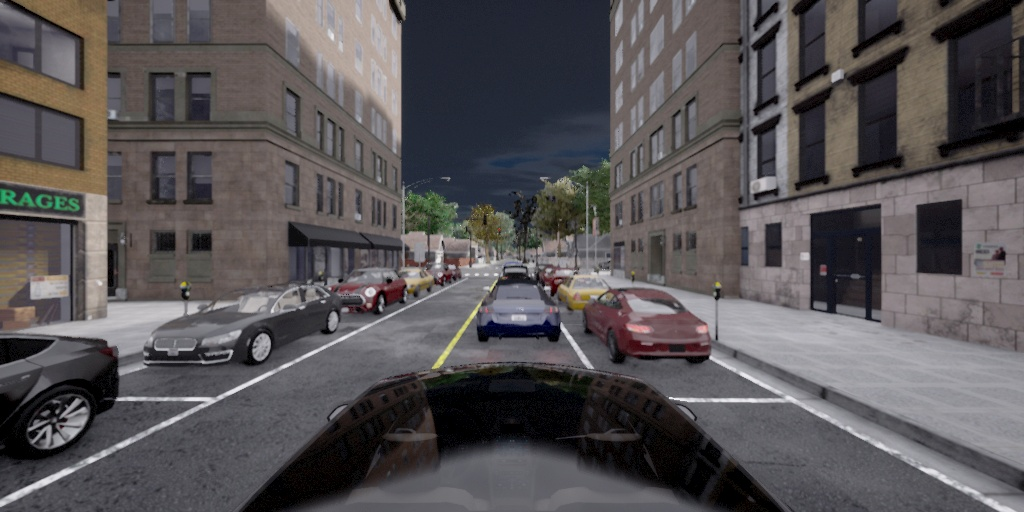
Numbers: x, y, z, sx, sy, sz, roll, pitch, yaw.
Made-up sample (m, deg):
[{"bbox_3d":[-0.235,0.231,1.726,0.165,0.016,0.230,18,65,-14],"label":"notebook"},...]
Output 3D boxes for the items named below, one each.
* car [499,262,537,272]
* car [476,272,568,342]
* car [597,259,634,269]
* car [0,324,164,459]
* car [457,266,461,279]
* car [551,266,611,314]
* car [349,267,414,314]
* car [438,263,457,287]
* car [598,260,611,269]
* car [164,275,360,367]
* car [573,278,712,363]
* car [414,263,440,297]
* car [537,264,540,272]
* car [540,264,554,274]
[{"bbox_3d":[0.189,1.256,19.789,1.837,1.490,4.892,0,0,0],"label":"car"},{"bbox_3d":[0.142,1.313,9.805,1.994,1.385,4.181,0,0,0],"label":"car"},{"bbox_3d":[15.190,1.167,52.813,4.892,1.490,1.837,0,0,0],"label":"car"},{"bbox_3d":[-5.392,1.316,2.351,1.948,1.339,4.313,0,0,0],"label":"car"},{"bbox_3d":[-5.243,1.336,29.944,1.802,1.307,4.207,0,0,0],"label":"car"},{"bbox_3d":[2.694,1.274,13.517,1.751,1.417,4.829,0,0,0],"label":"car"},{"bbox_3d":[-5.332,1.189,13.387,1.967,1.591,4.097,0,0,0],"label":"car"},{"bbox_3d":[-5.273,1.192,24.425,1.967,1.591,4.097,0,0,0],"label":"car"},{"bbox_3d":[14.994,1.155,49.555,4.902,1.511,2.128,0,0,0],"label":"car"},{"bbox_3d":[-5.362,1.299,7.869,2.007,1.370,4.403,0,0,0],"label":"car"},{"bbox_3d":[2.663,1.330,7.829,1.802,1.307,4.207,0,0,0],"label":"car"},{"bbox_3d":[-5.303,1.276,18.736,1.751,1.417,4.829,0,0,0],"label":"car"},{"bbox_3d":[2.753,1.334,24.383,1.802,1.307,4.207,0,0,0],"label":"car"},{"bbox_3d":[2.723,1.295,18.865,1.888,1.381,4.507,0,0,0],"label":"car"}]
